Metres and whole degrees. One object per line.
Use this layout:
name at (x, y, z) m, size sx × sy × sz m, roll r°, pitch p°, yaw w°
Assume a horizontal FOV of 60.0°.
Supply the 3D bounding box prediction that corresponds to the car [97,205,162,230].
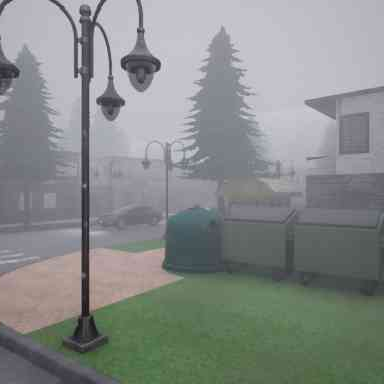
car at (-4.212, 1.662, 22.943) m, size 1.837 × 1.490 × 4.892 m, roll 0°, pitch 0°, yaw 40°

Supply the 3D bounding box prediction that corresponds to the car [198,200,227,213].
car at (2.133, 1.509, 29.601) m, size 4.553 × 1.767 × 2.097 m, roll 0°, pitch 0°, yaw -42°

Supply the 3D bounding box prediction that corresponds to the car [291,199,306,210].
car at (10.185, 1.509, 35.891) m, size 4.553 × 1.767 × 2.097 m, roll 0°, pitch 0°, yaw -32°
